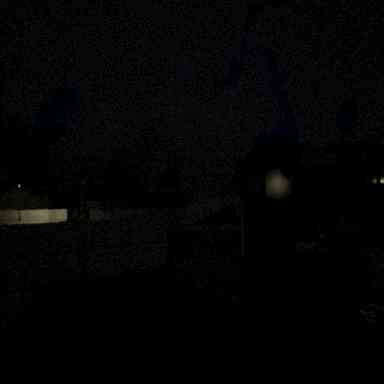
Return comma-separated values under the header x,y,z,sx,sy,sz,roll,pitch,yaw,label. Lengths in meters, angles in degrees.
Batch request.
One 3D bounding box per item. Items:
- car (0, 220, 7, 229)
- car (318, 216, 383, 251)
x,y,z,sx,sy,sz,roll,pitch,yaw,label
-12.280,2.414,20.408,4.718,1.301,1.895,-2,0,18,car
8.144,1.683,13.750,5.357,1.411,2.033,-4,-3,36,car
